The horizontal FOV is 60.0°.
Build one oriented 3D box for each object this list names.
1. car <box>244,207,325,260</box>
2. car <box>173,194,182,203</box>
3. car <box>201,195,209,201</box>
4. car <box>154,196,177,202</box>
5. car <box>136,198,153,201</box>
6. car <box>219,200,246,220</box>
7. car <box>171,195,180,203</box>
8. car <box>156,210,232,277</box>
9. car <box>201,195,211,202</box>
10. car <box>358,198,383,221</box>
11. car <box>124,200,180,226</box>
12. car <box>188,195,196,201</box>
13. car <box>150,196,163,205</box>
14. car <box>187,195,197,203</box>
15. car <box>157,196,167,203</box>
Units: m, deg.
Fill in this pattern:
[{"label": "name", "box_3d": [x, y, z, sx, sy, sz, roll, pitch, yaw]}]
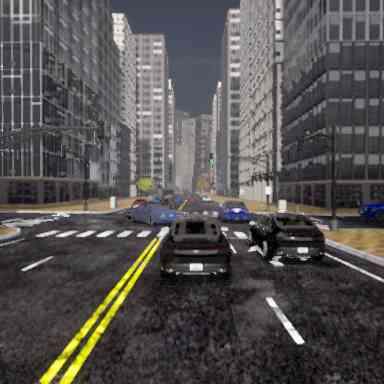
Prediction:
[{"label": "car", "box_3d": [3.352, 1.521, 12.475, 1.837, 1.490, 4.892, 0, 0, 0]}, {"label": "car", "box_3d": [-3.268, 1.588, 61.346, 1.812, 1.442, 4.674, 0, 0, 0]}, {"label": "car", "box_3d": [3.258, 1.572, 84.750, 1.837, 1.490, 4.892, 0, 0, 0]}, {"label": "car", "box_3d": [-3.336, 1.554, 42.186, 1.837, 1.490, 4.892, 0, 0, 0]}, {"label": "car", "box_3d": [-6.584, 1.575, 42.950, 1.812, 1.442, 4.674, 0, 0, 2]}, {"label": "car", "box_3d": [3.364, 1.426, 27.133, 2.097, 1.767, 4.553, 1, 1, 0]}, {"label": "car", "box_3d": [-3.328, 1.561, 51.525, 1.837, 1.490, 4.892, 0, 0, 0]}, {"label": "car", "box_3d": [0.099, 1.519, 10.230, 1.837, 1.490, 4.892, 0, 0, 0]}, {"label": "car", "box_3d": [3.258, 1.665, 74.816, 1.895, 1.301, 4.718, 0, 0, 0]}, {"label": "car", "box_3d": [17.208, 1.398, 28.234, 5.566, 2.045, 2.150, 1, 1, 2]}, {"label": "car", "box_3d": [-3.014, 1.609, 24.340, 2.033, 1.411, 5.357, 0, 1, -40]}, {"label": "car", "box_3d": [0.009, 1.550, 84.099, 1.882, 1.535, 5.008, 0, 0, 0]}, {"label": "car", "box_3d": [-6.513, 1.540, 61.559, 1.882, 1.535, 5.008, 0, 0, 0]}, {"label": "car", "box_3d": [0.007, 1.594, 74.105, 1.812, 1.442, 4.674, 0, 0, 0]}, {"label": "car", "box_3d": [-6.494, 1.592, 71.830, 1.812, 1.442, 4.674, 0, 0, 0]}]
